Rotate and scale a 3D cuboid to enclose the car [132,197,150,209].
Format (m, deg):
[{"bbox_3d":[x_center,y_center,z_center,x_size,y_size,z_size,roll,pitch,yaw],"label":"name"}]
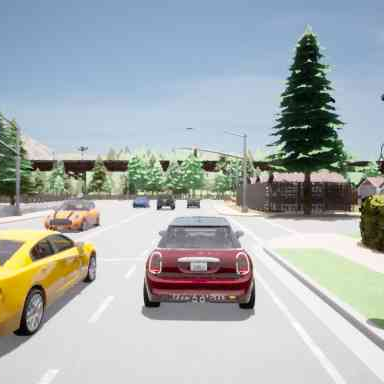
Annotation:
[{"bbox_3d":[-6.957,1.477,45.578,1.882,1.535,5.008,0,0,1],"label":"car"}]

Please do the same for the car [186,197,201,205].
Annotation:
[{"bbox_3d":[0.208,1.505,47.102,1.837,1.490,4.892,0,0,1],"label":"car"}]

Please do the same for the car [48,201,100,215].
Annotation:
[{"bbox_3d":[-7.061,1.352,20.069,2.097,1.767,4.553,0,0,0],"label":"car"}]

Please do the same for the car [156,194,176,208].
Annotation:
[{"bbox_3d":[-3.315,1.222,43.031,2.150,2.045,5.566,0,0,0],"label":"car"}]

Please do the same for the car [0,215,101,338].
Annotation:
[{"bbox_3d":[-3.406,1.478,6.693,1.882,1.535,5.008,0,0,0],"label":"car"}]

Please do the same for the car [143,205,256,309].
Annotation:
[{"bbox_3d":[0.210,1.352,8.066,2.097,1.767,4.553,0,0,2],"label":"car"}]
